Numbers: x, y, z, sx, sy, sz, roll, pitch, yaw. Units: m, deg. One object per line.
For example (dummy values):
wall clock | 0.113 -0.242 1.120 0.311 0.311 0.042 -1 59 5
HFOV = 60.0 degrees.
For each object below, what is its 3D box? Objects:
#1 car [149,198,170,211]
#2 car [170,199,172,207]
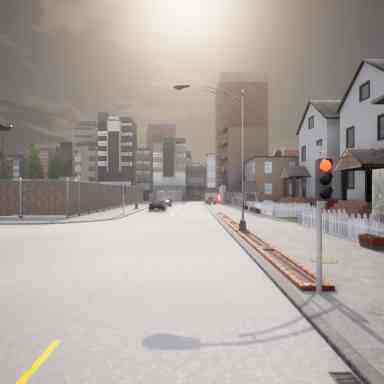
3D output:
car | -4.120 1.601 40.546 1.895 1.301 4.718 0 0 0
car | -4.113 1.564 50.615 1.994 1.385 4.181 0 0 0
